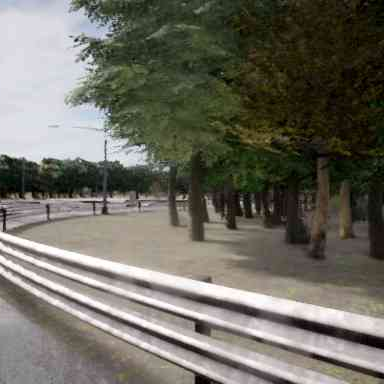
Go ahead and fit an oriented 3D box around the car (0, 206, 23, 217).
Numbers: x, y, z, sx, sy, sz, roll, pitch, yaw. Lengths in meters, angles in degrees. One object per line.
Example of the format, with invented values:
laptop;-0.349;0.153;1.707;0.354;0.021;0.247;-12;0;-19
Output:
car;-16.532;1.858;28.950;1.895;1.301;4.718;0;-1;-5
